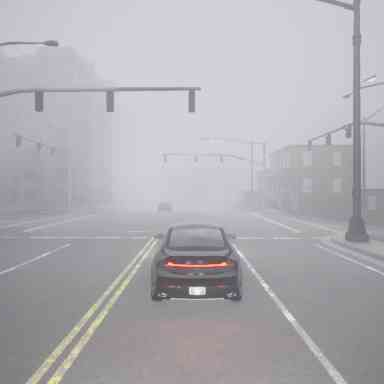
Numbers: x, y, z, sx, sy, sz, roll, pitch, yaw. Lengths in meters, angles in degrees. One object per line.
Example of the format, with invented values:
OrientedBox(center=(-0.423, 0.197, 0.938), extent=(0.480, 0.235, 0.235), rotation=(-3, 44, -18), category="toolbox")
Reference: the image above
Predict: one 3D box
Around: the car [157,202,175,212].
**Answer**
OrientedBox(center=(-3.642, 2.066, 45.551), extent=(1.837, 1.490, 4.892), rotation=(0, -5, 0), category="car")

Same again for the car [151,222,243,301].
OrientedBox(center=(0.092, 1.505, 8.316), extent=(1.837, 1.490, 4.892), rotation=(0, 0, 0), category="car")

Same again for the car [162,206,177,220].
OrientedBox(center=(-3.642, 3.522, 54.959), extent=(2.128, 1.511, 4.902), rotation=(0, -12, 0), category="car")
